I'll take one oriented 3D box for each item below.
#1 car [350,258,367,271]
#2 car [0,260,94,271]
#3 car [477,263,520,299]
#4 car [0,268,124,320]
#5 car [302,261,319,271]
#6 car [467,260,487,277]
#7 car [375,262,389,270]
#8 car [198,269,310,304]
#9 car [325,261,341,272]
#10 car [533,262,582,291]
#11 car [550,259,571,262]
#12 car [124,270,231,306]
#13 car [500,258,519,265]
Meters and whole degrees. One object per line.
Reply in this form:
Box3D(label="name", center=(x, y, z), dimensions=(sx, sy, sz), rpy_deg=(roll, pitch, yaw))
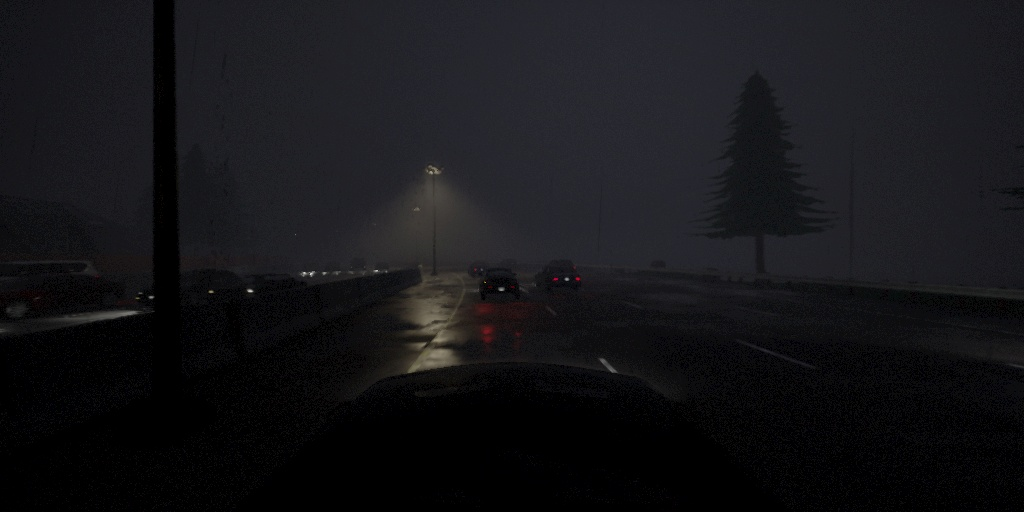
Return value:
Box3D(label="car", center=(-24.400, 1.291, 57.135), dimensions=(2.150, 2.045, 5.566), rpy_deg=(0, 0, -21))
Box3D(label="car", center=(-21.795, 1.216, 15.871), dimensions=(2.150, 2.045, 5.566), rpy_deg=(-1, 0, -6))
Box3D(label="car", center=(-0.705, 1.294, 18.257), dimensions=(1.812, 1.442, 4.674), rpy_deg=(0, 0, -6))
Box3D(label="car", center=(-18.128, 1.431, 13.909), dimensions=(1.882, 1.535, 5.008), rpy_deg=(-1, 0, -5))
Box3D(label="car", center=(-31.704, 1.618, 56.536), dimensions=(2.128, 1.511, 4.902), rpy_deg=(-1, 0, -21))
Box3D(label="car", center=(-3.448, 1.358, 36.822), dimensions=(2.033, 1.411, 5.357), rpy_deg=(-1, 0, -13))
Box3D(label="car", center=(-20.743, 1.576, 57.314), dimensions=(1.994, 1.385, 4.181), rpy_deg=(-1, 0, -20))
Box3D(label="car", center=(-11.286, 1.482, 16.265), dimensions=(1.895, 1.301, 4.718), rpy_deg=(-1, 0, -5))
Box3D(label="car", center=(-27.186, 1.556, 54.548), dimensions=(1.882, 1.535, 5.008), rpy_deg=(-1, 0, -20))
Box3D(label="car", center=(2.615, 1.283, 21.560), dimensions=(2.033, 1.411, 5.357), rpy_deg=(-1, 0, -7))
Box3D(label="car", center=(4.274, 1.077, 33.116), dimensions=(2.097, 1.767, 4.553), rpy_deg=(-1, 0, -11))
Box3D(label="car", center=(-14.889, 1.425, 16.986), dimensions=(1.837, 1.490, 4.892), rpy_deg=(0, 0, -6))
Box3D(label="car", center=(-0.564, 1.142, 52.745), dimensions=(2.097, 1.767, 4.553), rpy_deg=(-1, 0, -17))
